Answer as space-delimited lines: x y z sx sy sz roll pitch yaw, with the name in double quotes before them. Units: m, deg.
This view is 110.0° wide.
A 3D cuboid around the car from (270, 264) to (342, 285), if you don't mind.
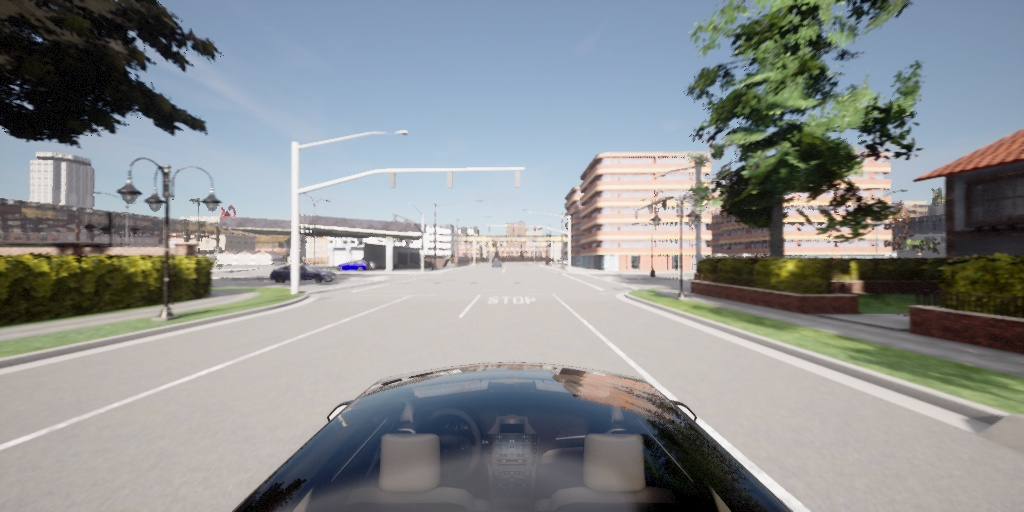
"car" -16.276 1.367 27.980 4.674 1.442 1.812 0 0 0
